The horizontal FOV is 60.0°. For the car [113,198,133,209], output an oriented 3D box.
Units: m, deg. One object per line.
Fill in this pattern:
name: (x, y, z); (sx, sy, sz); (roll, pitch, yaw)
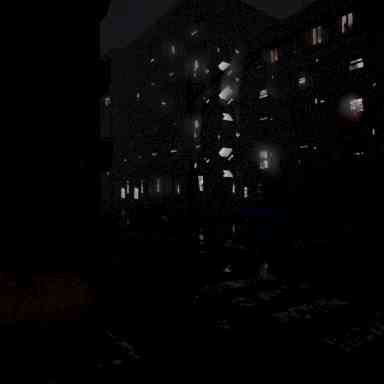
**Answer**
car: (-8.416, 1.463, 43.227); (1.887, 1.381, 4.507); (-1, 0, -36)

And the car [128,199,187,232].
car: (-1.899, 1.441, 19.995); (1.967, 1.590, 4.097); (0, 0, -36)

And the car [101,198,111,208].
car: (-11.742, 1.463, 47.808); (1.887, 1.381, 4.507); (-1, 0, -36)

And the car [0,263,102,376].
car: (-3.602, 1.525, 3.995); (4.829, 1.417, 1.752); (0, 0, -36)

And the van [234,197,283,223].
van: (4.892, 1.280, 24.904); (1.690, 1.788, 3.998); (0, 0, -36)
